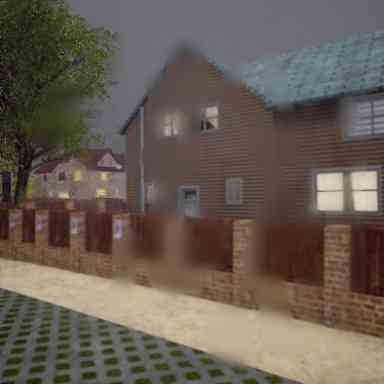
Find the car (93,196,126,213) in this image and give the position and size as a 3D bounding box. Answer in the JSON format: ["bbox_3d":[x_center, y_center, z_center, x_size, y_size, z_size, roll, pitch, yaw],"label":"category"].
[{"bbox_3d":[-6.973,1.183,28.832,2.097,1.767,4.553,-1,0,29],"label":"car"}]
